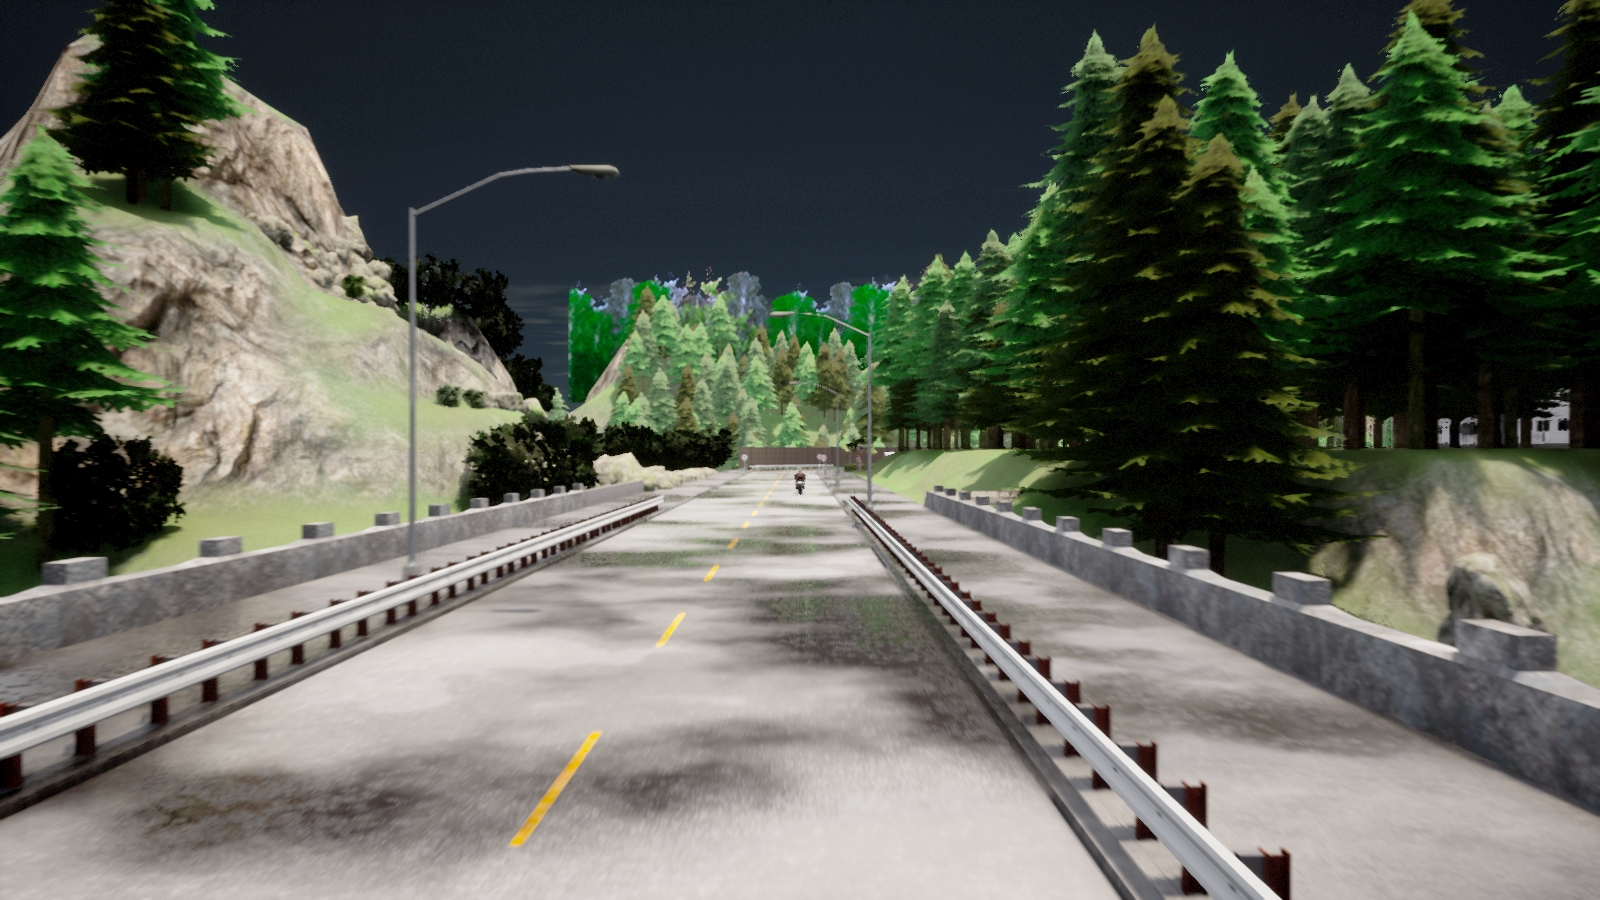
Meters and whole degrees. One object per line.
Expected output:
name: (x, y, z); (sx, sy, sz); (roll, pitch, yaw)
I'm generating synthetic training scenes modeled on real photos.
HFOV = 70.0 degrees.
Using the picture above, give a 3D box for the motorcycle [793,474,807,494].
motorcycle: (0.008, 2.205, 73.967); (0.867, 1.251, 2.209); (0, 0, 0)
